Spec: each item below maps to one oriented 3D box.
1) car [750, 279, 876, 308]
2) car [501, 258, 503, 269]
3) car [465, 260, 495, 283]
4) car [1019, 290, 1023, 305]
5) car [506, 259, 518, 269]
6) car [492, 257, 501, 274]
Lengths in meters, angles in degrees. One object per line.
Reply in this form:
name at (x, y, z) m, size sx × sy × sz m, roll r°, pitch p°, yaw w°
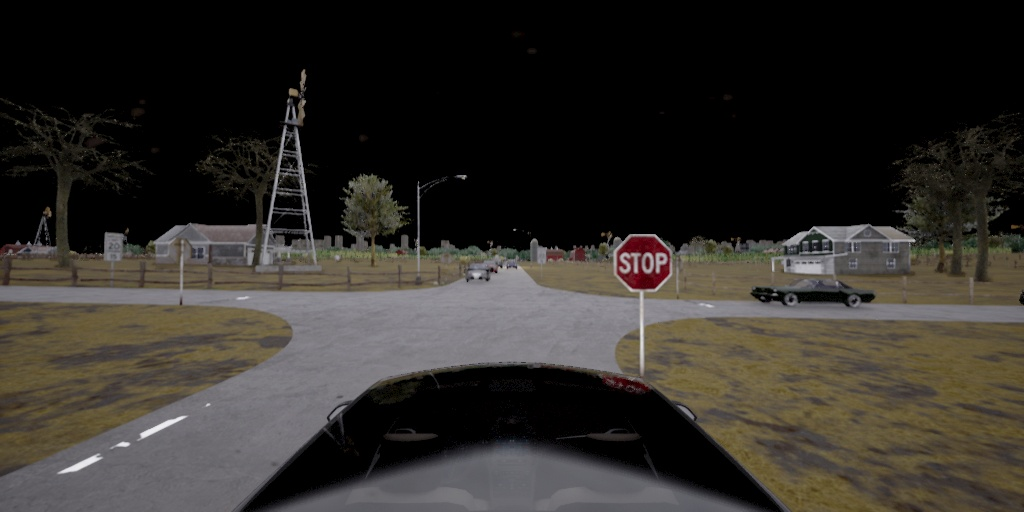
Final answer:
car at (14.293, 1.749, 17.273) m, size 4.718 × 1.301 × 1.895 m, roll 1°, pitch -2°, yaw 0°
car at (-2.769, 1.275, 65.393) m, size 2.150 × 2.045 × 5.566 m, roll 0°, pitch -1°, yaw 0°
car at (-2.801, 1.363, 30.016) m, size 2.128 × 1.511 × 4.902 m, roll 0°, pitch 0°, yaw -2°
car at (27.752, 1.848, 17.235) m, size 5.008 × 1.535 × 1.882 m, roll 1°, pitch -2°, yaw 0°
car at (-0.009, 1.630, 61.781) m, size 1.895 × 1.301 × 4.718 m, roll 0°, pitch 0°, yaw 0°
car at (-2.845, 1.293, 45.123) m, size 2.097 × 1.767 × 4.553 m, roll 0°, pitch 0°, yaw 0°
